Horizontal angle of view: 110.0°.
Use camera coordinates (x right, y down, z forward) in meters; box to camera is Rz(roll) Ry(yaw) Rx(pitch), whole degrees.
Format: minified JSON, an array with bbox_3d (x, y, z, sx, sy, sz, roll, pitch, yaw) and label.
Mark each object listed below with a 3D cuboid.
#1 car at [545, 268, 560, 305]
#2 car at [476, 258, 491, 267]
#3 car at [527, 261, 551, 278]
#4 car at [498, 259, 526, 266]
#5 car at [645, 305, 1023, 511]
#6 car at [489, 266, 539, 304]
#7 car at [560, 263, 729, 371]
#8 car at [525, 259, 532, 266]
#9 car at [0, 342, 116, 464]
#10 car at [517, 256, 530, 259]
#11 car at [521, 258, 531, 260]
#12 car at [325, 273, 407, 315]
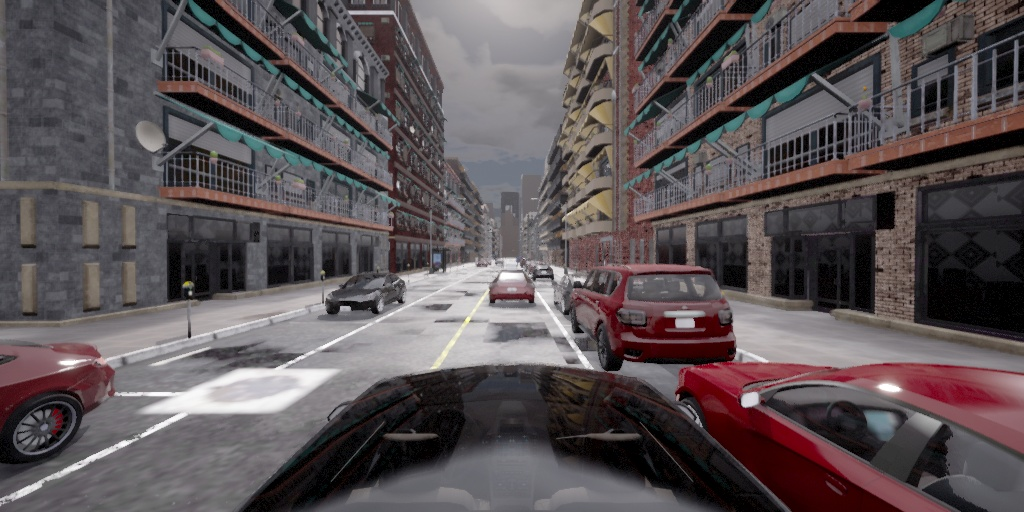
[{"bbox_3d":[2.532,1.297,13.271,2.007,1.370,4.403,0,0,0],"label":"car"},{"bbox_3d":[-5.316,1.197,64.485,1.967,1.591,4.097,0,0,0],"label":"car"},{"bbox_3d":[2.532,1.313,30.264,1.948,1.339,4.313,0,0,0],"label":"car"},{"bbox_3d":[0.000,1.281,31.502,1.812,1.442,4.674,0,0,0],"label":"car"},{"bbox_3d":[2.532,1.293,1.943,1.888,1.381,4.507,0,0,0],"label":"car"},{"bbox_3d":[0.000,1.319,16.501,1.994,1.385,4.181,0,0,0],"label":"car"},{"bbox_3d":[2.532,1.061,7.607,2.192,1.841,5.009,0,0,0],"label":"car"},{"bbox_3d":[2.532,1.293,35.929,1.888,1.381,4.507,0,0,0],"label":"car"},{"bbox_3d":[-5.316,1.329,2.322,1.802,1.307,4.207,0,0,0],"label":"car"},{"bbox_3d":[2.554,1.072,64.250,2.192,1.841,5.009,0,0,0],"label":"car"},{"bbox_3d":[2.532,1.302,47.258,2.007,1.370,4.403,0,0,0],"label":"car"},{"bbox_3d":[-5.316,1.312,13.624,1.948,1.339,4.313,0,0,0],"label":"car"}]
